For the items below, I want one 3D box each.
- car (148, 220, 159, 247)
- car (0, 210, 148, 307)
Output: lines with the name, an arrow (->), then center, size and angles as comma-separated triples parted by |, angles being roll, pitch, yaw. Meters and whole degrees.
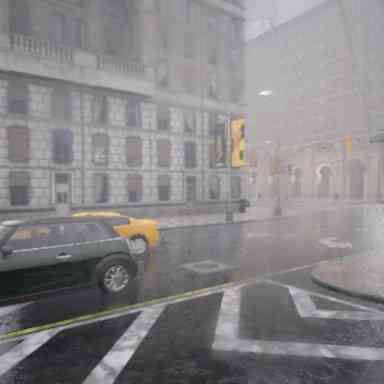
car -> -3.533, 1.434, 11.271 | 5.008, 1.535, 1.882 | -1, 0, -35
car -> -3.516, 1.339, 6.993 | 4.553, 1.767, 2.097 | -1, 1, -35
